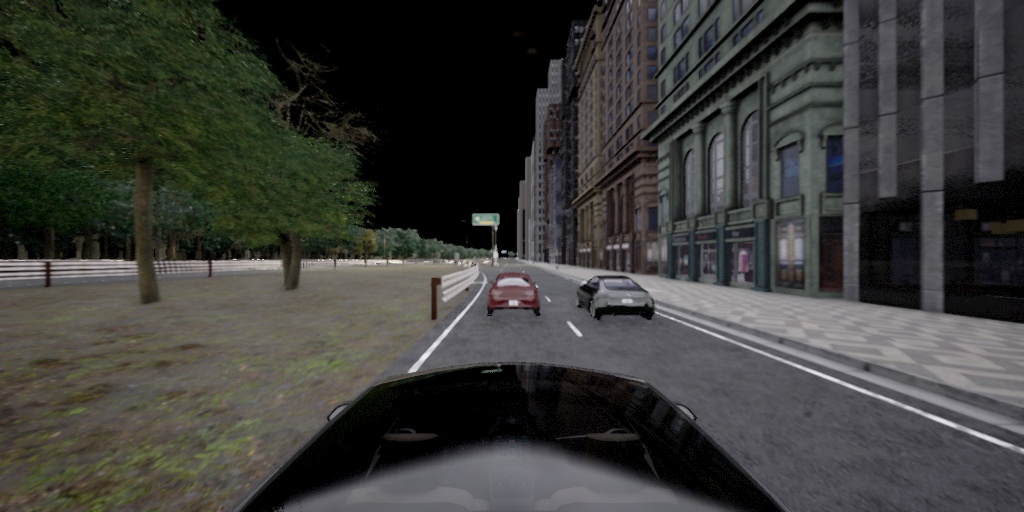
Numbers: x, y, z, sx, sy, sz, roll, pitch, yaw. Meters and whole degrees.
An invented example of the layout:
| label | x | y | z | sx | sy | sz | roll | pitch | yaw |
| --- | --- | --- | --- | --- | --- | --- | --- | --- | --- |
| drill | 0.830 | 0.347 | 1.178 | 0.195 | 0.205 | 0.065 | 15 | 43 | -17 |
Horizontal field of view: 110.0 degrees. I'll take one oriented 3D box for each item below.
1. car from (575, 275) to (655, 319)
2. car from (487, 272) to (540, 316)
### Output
| label | x | y | z | sx | sy | sz | roll | pitch | yaw |
| --- | --- | --- | --- | --- | --- | --- | --- | --- | --- |
| car | 3.566 | 1.372 | 13.069 | 1.994 | 1.385 | 4.181 | 0 | 0 | 0 |
| car | 0.049 | 1.337 | 13.669 | 1.812 | 1.442 | 4.674 | 0 | 0 | 0 |
